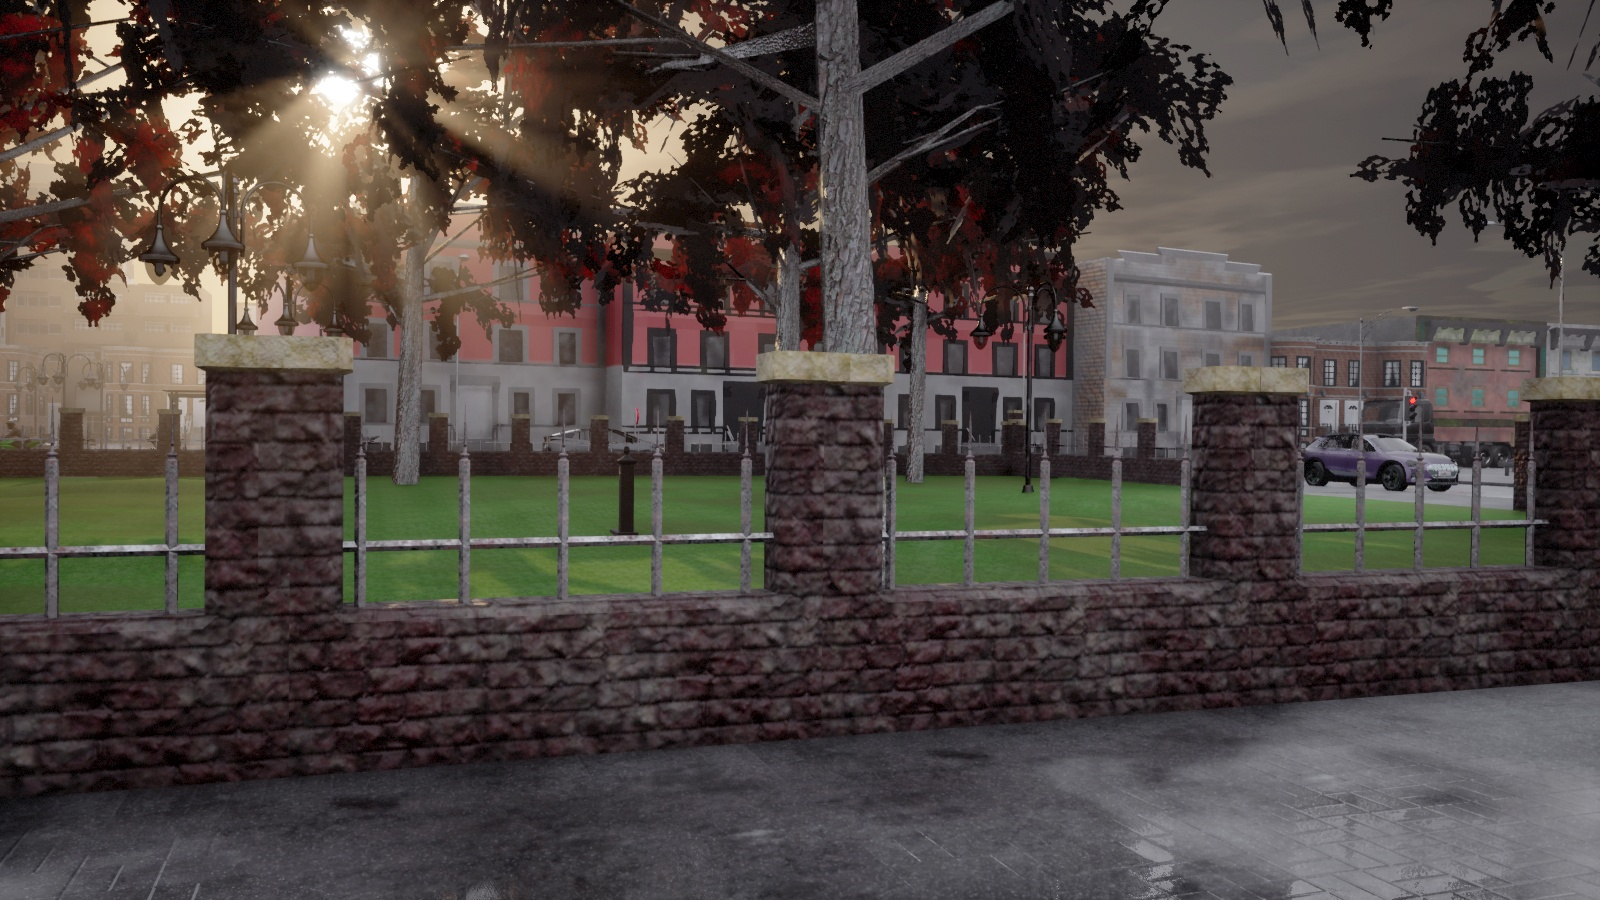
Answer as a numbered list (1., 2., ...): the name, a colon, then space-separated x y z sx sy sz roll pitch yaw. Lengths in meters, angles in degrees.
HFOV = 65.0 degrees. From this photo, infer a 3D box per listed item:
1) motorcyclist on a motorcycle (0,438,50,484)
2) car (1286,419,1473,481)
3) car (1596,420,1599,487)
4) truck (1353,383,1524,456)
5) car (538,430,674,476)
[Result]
1. motorcyclist on a motorcycle: -26.621 0.378 42.412 2.044 1.523 0.797 -1 1 -19
2. car: 16.602 -0.041 36.265 2.033 1.649 4.856 -1 1 -21
3. car: 19.865 0.094 26.833 2.007 1.525 4.514 -1 1 -21
4. truck: 31.763 -1.543 62.450 7.936 3.462 2.891 -1 1 -19
5. car: -6.960 0.089 44.948 4.514 1.525 2.007 -1 1 -18
